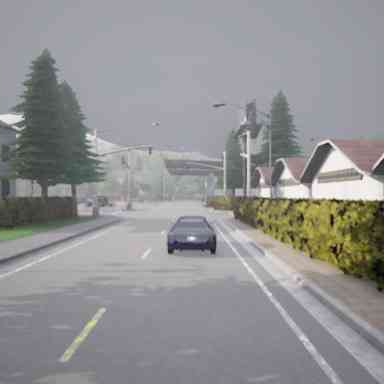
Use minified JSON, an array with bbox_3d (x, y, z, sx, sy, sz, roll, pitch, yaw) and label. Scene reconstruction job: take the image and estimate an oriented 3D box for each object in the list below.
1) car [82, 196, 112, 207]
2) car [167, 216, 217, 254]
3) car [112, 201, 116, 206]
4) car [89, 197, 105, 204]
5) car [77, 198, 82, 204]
[{"bbox_3d":[-16.803,1.656,58.699,3.866,1.878,1.905,0,-1,-1],"label":"car"},{"bbox_3d":[-0.003,1.706,14.269,1.994,1.385,4.181,0,-1,0],"label":"car"},{"bbox_3d":[-16.214,1.973,62.025,3.806,1.475,1.970,0,-1,-1],"label":"car"},{"bbox_3d":[-24.082,2.152,84.386,3.633,1.501,1.845,0,-1,-1],"label":"car"},{"bbox_3d":[-24.061,2.032,74.393,4.514,1.523,2.007,0,-1,-1],"label":"car"}]
